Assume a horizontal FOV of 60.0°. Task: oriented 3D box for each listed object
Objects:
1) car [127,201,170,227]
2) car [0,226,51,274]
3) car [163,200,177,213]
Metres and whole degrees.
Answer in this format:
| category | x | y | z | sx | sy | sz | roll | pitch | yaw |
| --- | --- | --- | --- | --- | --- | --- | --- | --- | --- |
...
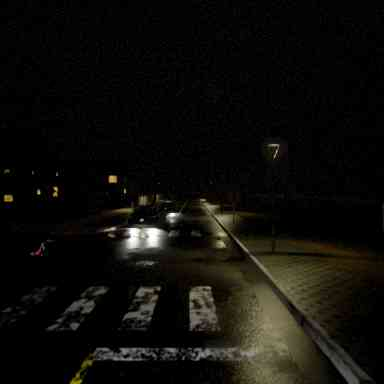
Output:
| category | x | y | z | sx | sy | sz | roll | pitch | yaw |
| --- | --- | --- | --- | --- | --- | --- | --- | --- | --- |
| car | -2.940 | 1.559 | 22.509 | 1.994 | 1.385 | 4.181 | 0 | 0 | 5 |
| car | -6.512 | 1.370 | 8.495 | 5.357 | 1.411 | 2.033 | 5 | 0 | -16 |
| car | -2.713 | 1.556 | 37.018 | 1.994 | 1.385 | 4.181 | 0 | 0 | 0 |
